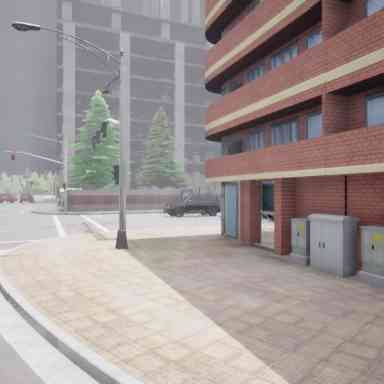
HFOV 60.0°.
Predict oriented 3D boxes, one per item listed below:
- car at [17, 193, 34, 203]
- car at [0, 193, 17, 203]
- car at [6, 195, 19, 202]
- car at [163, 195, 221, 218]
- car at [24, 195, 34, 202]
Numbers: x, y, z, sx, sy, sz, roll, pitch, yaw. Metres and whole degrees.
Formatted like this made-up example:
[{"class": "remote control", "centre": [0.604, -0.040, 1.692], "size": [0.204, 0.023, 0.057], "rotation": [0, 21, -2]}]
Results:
[{"class": "car", "centre": [-34.638, 1.225, 69.458], "size": [2.150, 2.045, 5.566], "rotation": [0, 0, -23]}, {"class": "car", "centre": [-38.004, 1.225, 68.432], "size": [2.150, 2.045, 5.566], "rotation": [0, 0, -23]}, {"class": "car", "centre": [-42.153, 1.540, 78.223], "size": [2.033, 1.411, 5.357], "rotation": [0, 0, -23]}, {"class": "car", "centre": [0.117, 1.277, 31.313], "size": [5.566, 2.045, 2.150], "rotation": [0, 0, -23]}, {"class": "car", "centre": [-38.768, 1.524, 79.205], "size": [1.812, 1.442, 4.674], "rotation": [0, 0, -23]}]
